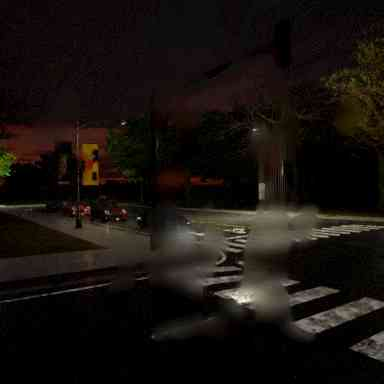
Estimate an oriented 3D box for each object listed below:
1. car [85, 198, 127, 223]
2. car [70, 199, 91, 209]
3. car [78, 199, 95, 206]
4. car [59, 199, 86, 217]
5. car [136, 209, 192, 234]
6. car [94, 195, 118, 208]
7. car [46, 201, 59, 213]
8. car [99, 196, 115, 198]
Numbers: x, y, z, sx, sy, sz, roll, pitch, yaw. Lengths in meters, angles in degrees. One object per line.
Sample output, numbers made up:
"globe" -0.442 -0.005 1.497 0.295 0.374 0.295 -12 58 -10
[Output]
"car" -7.534 1.717 29.771 2.097 1.767 4.553 -1 0 -35
"car" -19.700 2.080 58.659 2.033 1.411 5.357 -1 0 -35
"car" -21.197 2.102 66.637 1.994 1.385 4.181 -1 0 -35
"car" -13.142 1.813 37.792 2.097 1.767 4.553 -1 0 -35
"car" -2.037 1.820 22.018 2.033 1.411 5.357 -1 0 -29
"car" -15.081 1.654 57.891 2.150 2.045 5.566 -1 0 -35
"car" -18.897 2.036 46.097 1.882 1.535 5.008 -1 0 -35
"car" -13.840 1.784 50.347 2.097 1.767 4.553 -1 0 -35
